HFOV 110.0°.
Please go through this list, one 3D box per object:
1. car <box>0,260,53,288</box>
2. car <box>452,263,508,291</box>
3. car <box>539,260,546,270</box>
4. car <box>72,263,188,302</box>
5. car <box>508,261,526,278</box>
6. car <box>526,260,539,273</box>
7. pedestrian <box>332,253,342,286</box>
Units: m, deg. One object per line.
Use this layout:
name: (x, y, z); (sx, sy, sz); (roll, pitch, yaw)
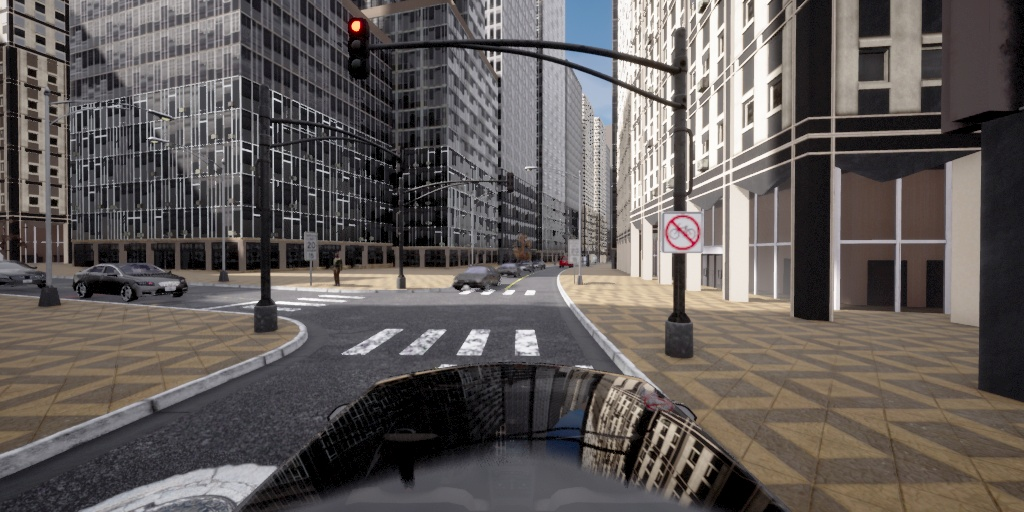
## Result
car: (-25.921, 0.941, 18.198); (4.674, 1.442, 1.812); (1, 1, 17)
car: (-1.992, 1.316, 22.296); (2.033, 1.411, 5.357); (0, 0, 11)
car: (4.148, 1.411, 56.856); (2.128, 1.511, 4.902); (0, 0, 14)
car: (-16.362, 1.043, 15.395); (4.902, 1.511, 2.128); (1, 1, 16)
car: (-0.219, 1.355, 34.733); (2.033, 1.411, 5.357); (0, 0, 9)
car: (1.752, 1.353, 46.074); (2.128, 1.511, 4.902); (0, 0, 11)
pedestrian: (-9.513, 0.716, 19.490); (0.375, 1.860, 0.375); (0, 0, 16)
